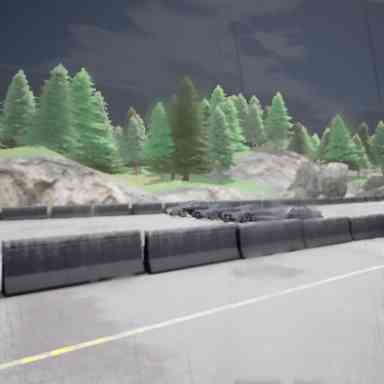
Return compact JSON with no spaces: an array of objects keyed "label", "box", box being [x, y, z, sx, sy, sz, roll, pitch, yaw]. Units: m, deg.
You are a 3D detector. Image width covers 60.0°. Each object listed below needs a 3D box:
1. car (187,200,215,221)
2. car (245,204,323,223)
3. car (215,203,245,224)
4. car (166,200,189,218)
[{"label":"car","box":[2.045,1.557,26.938,4.181,1.385,1.994,0,0,-35]},{"label":"car","box":[6.203,1.540,21.308,5.357,1.411,2.033,0,0,-35]},{"label":"car","box":[4.093,1.557,24.100,4.181,1.385,1.994,0,0,-35]},{"label":"car","box":[-0.002,1.484,29.777,4.902,1.511,2.128,0,0,-35]}]
